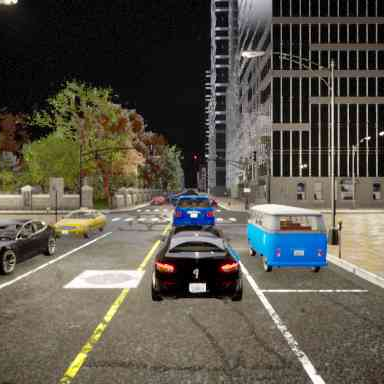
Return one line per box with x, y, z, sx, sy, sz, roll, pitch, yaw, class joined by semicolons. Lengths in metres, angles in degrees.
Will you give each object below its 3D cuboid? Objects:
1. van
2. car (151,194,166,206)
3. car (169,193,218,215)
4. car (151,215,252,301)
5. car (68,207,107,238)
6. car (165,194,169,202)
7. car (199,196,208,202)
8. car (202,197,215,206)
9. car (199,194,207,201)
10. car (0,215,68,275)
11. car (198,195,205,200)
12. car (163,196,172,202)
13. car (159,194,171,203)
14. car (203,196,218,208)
2.769;1.338;10.444;1.690;1.788;3.998;0;0;0;van
-5.717;1.518;54.243;1.887;1.381;4.507;0;0;0;car
0.091;1.214;18.518;2.150;2.045;5.566;0;0;0;car
0.098;1.523;8.168;1.812;1.442;4.674;0;0;0;car
-5.827;1.518;17.672;1.752;1.417;4.829;0;0;0;car
-5.721;1.521;59.926;2.008;1.369;4.403;0;0;0;car
2.652;1.522;76.974;1.947;1.339;4.313;0;0;0;car
2.663;1.539;54.250;1.947;1.339;4.313;0;0;0;car
2.649;1.389;82.655;1.967;1.590;4.097;0;0;0;car
-5.775;1.562;10.438;1.947;1.339;4.313;0;0;0;car
2.643;1.453;94.191;1.752;1.417;4.829;0;0;0;car
-5.730;1.538;76.974;1.802;1.307;4.206;0;0;0;car
-5.726;1.277;71.292;2.192;1.841;5.009;0;0;0;car
2.667;1.416;48.569;1.967;1.590;4.097;0;0;0;car
